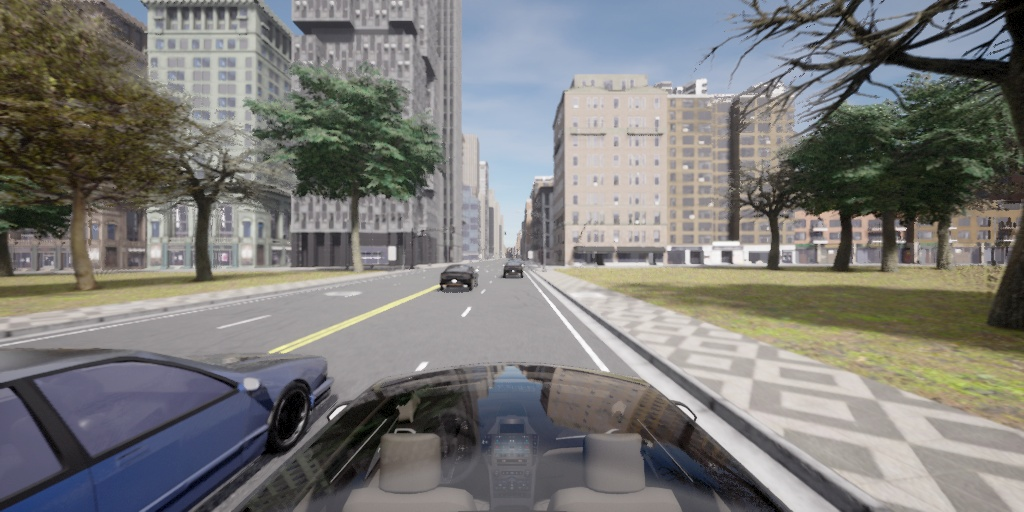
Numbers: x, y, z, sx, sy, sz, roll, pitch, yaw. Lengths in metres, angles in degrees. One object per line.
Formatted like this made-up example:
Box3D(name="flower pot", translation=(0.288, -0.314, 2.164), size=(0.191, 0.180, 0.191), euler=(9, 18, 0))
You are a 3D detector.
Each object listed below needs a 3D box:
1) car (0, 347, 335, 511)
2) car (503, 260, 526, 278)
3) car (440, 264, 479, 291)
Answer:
Box3D(name="car", translation=(-3.149, 1.298, 2.039), size=(2.033, 1.411, 5.357), euler=(0, 0, 0))
Box3D(name="car", translation=(0.115, 1.242, 34.641), size=(1.882, 1.535, 5.008), euler=(0, -1, 0))
Box3D(name="car", translation=(-3.143, 1.230, 22.039), size=(1.882, 1.535, 5.008), euler=(0, 0, 0))
